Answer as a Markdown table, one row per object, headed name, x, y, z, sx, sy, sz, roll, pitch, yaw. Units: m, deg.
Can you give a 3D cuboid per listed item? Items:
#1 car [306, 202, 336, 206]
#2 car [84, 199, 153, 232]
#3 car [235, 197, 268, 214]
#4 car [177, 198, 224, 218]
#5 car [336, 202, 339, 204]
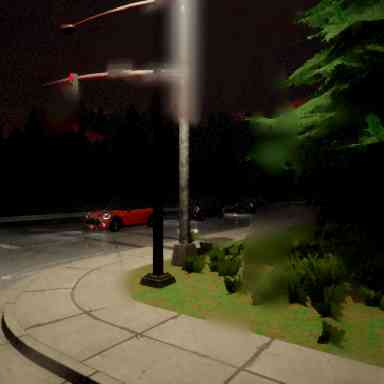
| name | x | y | z | sx | sy | sz | roll | pitch | yaw |
| --- | --- | --- | --- | --- | --- | --- | --- | --- | --- |
| car | 16.413 | 1.195 | 42.900 | 2.150 | 2.045 | 5.566 | 0 | 0 | 36 |
| car | -4.223 | 1.325 | 20.087 | 2.097 | 1.767 | 4.553 | 0 | 0 | 35 |
| car | 6.377 | 1.325 | 35.330 | 2.097 | 1.767 | 4.553 | 0 | 0 | 36 |
| car | 0.789 | 1.325 | 27.335 | 2.097 | 1.767 | 4.553 | 0 | 0 | 35 |
| car | 22.714 | 1.465 | 51.368 | 2.128 | 1.511 | 4.902 | 0 | 0 | 37 |
